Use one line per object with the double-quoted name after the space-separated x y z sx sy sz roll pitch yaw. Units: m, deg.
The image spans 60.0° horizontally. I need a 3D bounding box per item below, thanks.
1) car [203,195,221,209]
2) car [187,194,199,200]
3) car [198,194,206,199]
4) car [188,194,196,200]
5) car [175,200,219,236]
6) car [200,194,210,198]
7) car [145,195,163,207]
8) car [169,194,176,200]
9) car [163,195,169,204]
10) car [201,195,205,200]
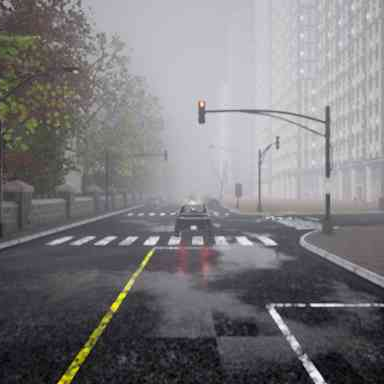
2.720 1.450 42.035 1.947 1.339 4.313 0 0 0 "car"
0.049 1.319 70.157 1.837 1.490 4.892 0 0 0 "car"
2.756 1.341 92.726 2.008 1.369 4.403 0 0 0 "car"
0.055 1.185 79.323 1.837 1.490 4.892 0 0 0 "car"
0.093 1.439 18.017 2.128 1.511 4.902 0 0 0 "car"
2.728 1.424 53.301 1.947 1.339 4.313 0 0 0 "car"
-5.656 1.453 47.674 1.802 1.307 4.206 0 0 0 "car"
-5.629 1.343 87.100 1.887 1.381 4.507 0 0 0 "car"
-5.648 1.286 58.939 1.967 1.590 4.097 0 0 0 "car"
2.724 1.437 47.668 1.947 1.339 4.313 0 0 0 "car"
